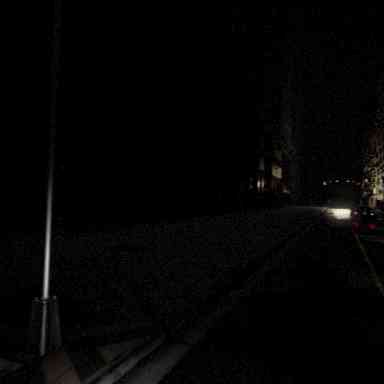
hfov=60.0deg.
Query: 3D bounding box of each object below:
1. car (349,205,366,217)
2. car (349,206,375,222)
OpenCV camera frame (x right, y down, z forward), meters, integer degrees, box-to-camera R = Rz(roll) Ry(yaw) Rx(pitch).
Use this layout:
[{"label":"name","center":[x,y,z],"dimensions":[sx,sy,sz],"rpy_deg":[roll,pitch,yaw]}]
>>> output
[{"label":"car","center":[24.033,2.771,48.428],"dimensions":[1.882,1.535,5.008],"rpy_deg":[1,-1,24]},{"label":"car","center":[19.109,2.355,37.125],"dimensions":[2.097,1.767,4.553],"rpy_deg":[1,-1,24]}]
